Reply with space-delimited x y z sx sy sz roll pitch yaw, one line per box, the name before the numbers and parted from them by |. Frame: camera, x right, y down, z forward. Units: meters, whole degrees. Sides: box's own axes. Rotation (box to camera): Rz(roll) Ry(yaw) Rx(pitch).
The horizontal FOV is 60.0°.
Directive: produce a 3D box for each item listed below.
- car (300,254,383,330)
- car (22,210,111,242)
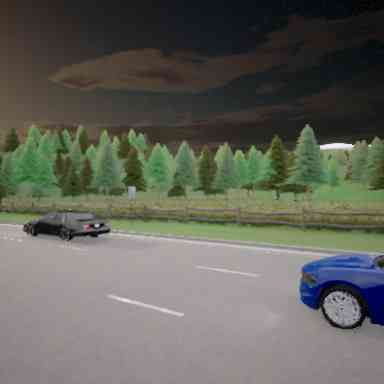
car | 4.287 1.474 5.235 5.008 1.535 1.882 -1 0 35
car | -6.580 1.659 17.231 5.357 1.411 2.033 0 0 35
